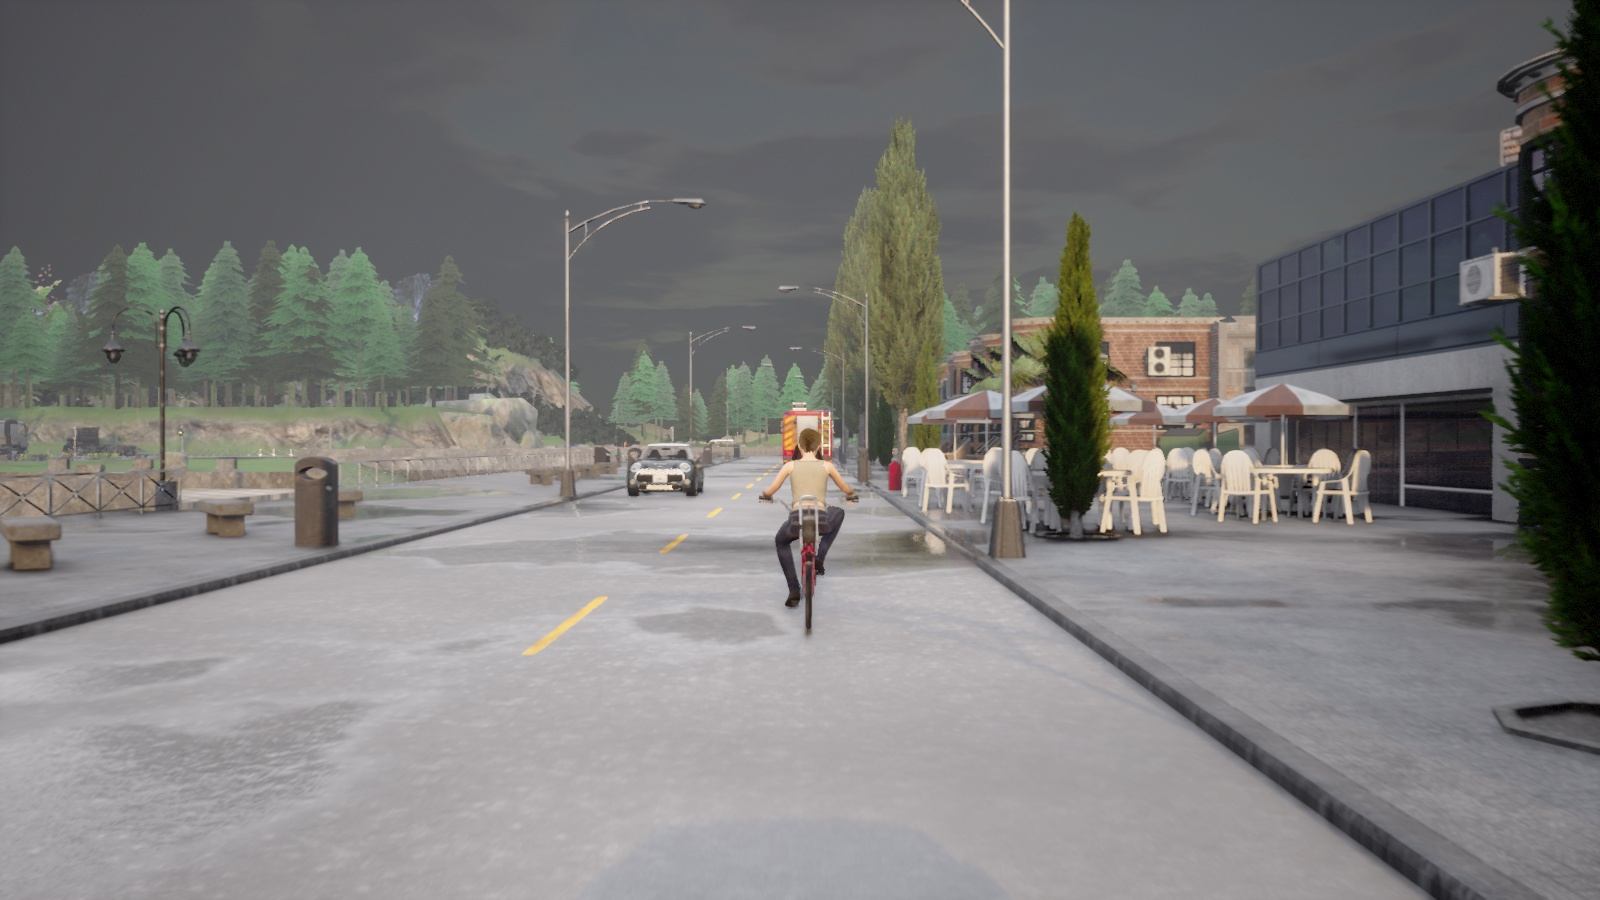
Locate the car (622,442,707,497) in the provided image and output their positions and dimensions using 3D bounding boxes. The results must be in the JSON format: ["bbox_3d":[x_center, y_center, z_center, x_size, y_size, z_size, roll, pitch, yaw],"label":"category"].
[{"bbox_3d":[-3.787,0.508,35.615,1.970,1.475,3.806,0,0,0],"label":"car"}]

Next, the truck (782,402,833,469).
[{"bbox_3d":[0.434,-0.843,75.484,2.891,3.827,8.468,0,0,0],"label":"truck"}]

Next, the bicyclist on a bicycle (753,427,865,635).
[{"bbox_3d":[0.074,0.624,10.485,0.866,1.612,1.509,0,0,0],"label":"bicyclist on a bicycle"}]
